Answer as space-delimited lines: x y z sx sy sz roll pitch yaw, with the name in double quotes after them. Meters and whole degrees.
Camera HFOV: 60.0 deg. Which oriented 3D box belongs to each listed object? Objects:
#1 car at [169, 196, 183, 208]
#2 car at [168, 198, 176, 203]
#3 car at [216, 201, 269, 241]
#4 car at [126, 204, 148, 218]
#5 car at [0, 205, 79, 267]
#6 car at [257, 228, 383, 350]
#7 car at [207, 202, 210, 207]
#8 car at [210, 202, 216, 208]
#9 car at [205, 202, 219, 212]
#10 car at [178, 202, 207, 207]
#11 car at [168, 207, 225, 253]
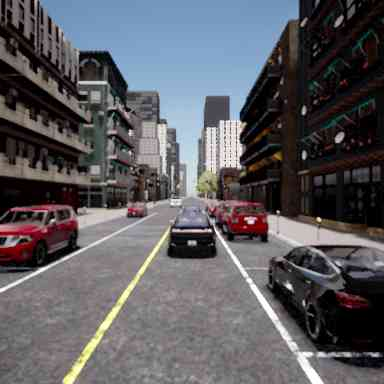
-2.963 1.834 62.703 2.150 2.045 5.566 0 -1 0 "car"
-5.719 2.535 95.212 1.887 1.381 4.507 0 -1 0 "car"
2.704 1.482 17.659 2.192 1.841 5.009 0 -1 0 "car"
-5.667 1.877 34.655 1.887 1.381 4.507 0 -1 0 "car"
-5.679 1.428 12.001 2.192 1.841 5.009 0 -1 0 "car"
2.697 1.626 6.328 1.947 1.339 4.313 0 -1 0 "car"
2.714 1.772 34.651 1.967 1.590 4.097 0 -1 0 "car"
2.707 1.536 23.324 2.192 1.841 5.009 0 -1 0 "car"
2.720 2.031 45.979 1.802 1.307 4.206 0 -1 0 "car"
0.024 1.843 29.271 1.994 1.385 4.181 0 -1 0 "car"
0.012 1.627 14.297 2.128 1.511 4.902 0 0 0 "car"
